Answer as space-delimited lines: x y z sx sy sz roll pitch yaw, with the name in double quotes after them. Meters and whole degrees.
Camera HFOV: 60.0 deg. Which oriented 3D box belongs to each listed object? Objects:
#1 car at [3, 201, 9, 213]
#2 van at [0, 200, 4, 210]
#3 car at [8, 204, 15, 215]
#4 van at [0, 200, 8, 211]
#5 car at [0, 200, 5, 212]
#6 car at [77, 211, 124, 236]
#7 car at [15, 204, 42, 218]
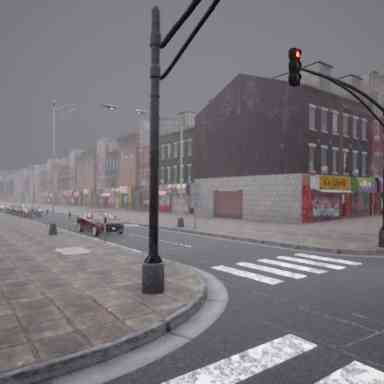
-25.221 2.389 47.436 1.947 1.339 4.313 0 -1 -36 "car"
-38.219 2.516 65.362 1.690 1.788 3.998 0 -1 -36 "van"
-21.972 2.300 42.955 1.947 1.339 4.313 0 -1 -36 "car"
-34.970 2.429 60.881 1.690 1.788 3.998 0 -1 -36 "van"
-31.620 2.523 56.261 1.752 1.417 4.829 0 -1 -36 "car"
-5.729 1.848 20.551 1.887 1.381 4.507 0 -1 -36 "car"
-18.725 2.087 38.476 1.967 1.590 4.097 0 -1 -36 "car"
